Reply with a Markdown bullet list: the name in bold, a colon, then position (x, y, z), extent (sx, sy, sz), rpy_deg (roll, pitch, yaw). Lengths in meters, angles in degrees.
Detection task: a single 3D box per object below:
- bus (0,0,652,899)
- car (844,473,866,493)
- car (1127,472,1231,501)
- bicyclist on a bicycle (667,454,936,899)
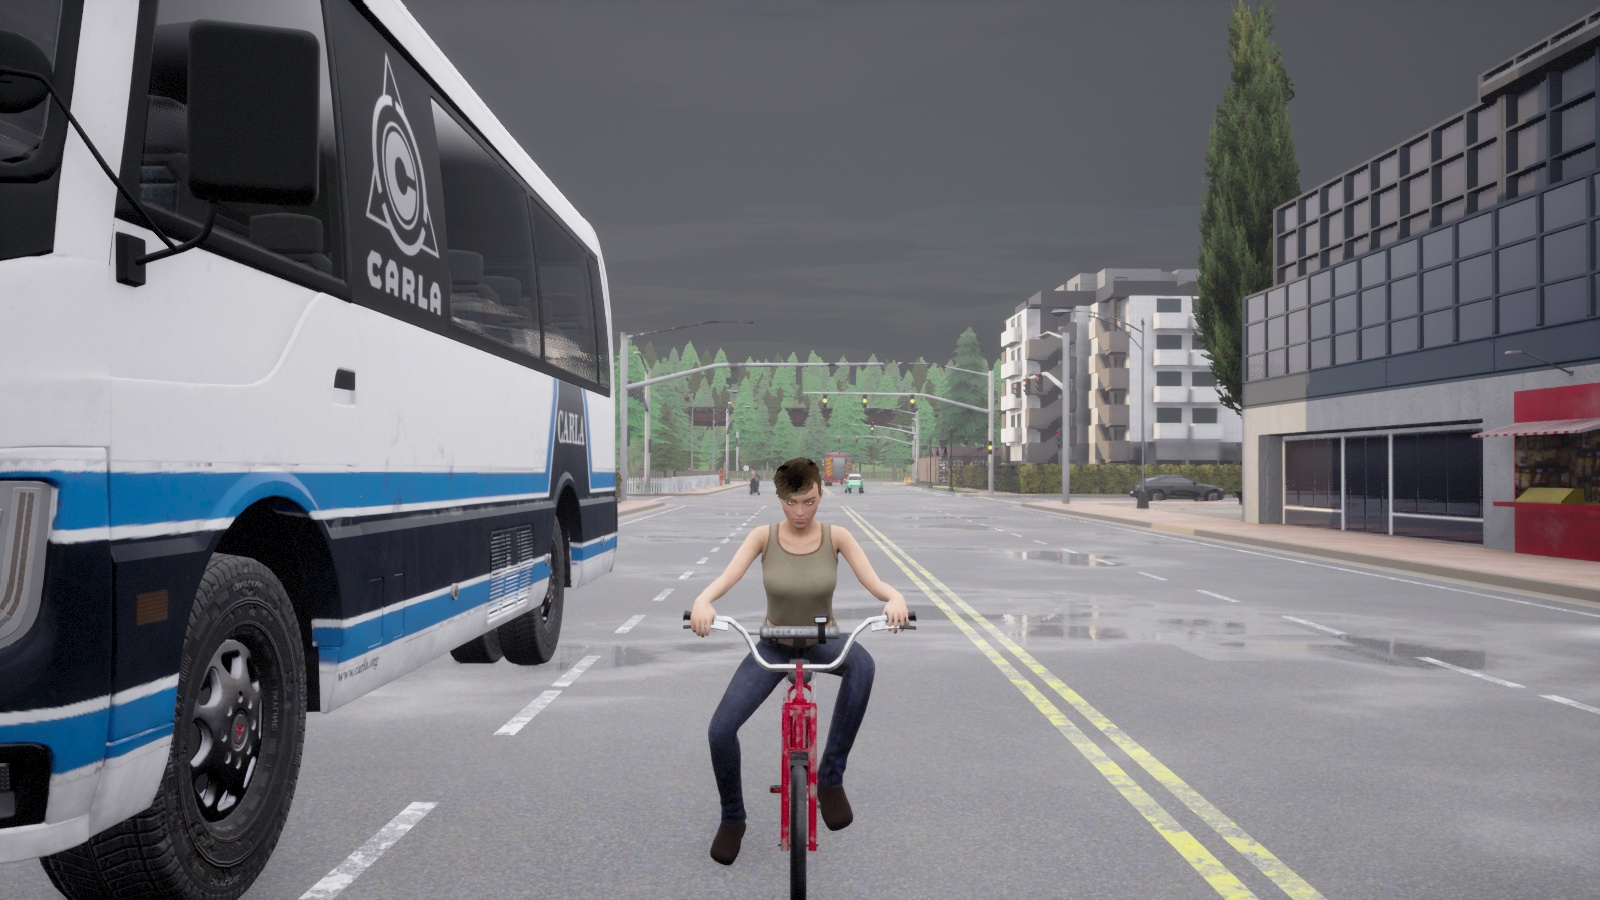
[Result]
- **bus**: position (-3.490, -0.422, 7.526), extent (3.944, 4.253, 10.273), rpy_deg (0, -1, 0)
- **car**: position (3.870, 2.344, 88.941), extent (1.481, 1.376, 2.207), rpy_deg (0, -1, 0)
- **car**: position (19.127, 1.826, 63.409), extent (4.674, 1.442, 1.812), rpy_deg (0, -1, -3)
- **bicyclist on a bicycle**: position (0.005, 0.832, 4.830), extent (0.866, 1.612, 1.509), rpy_deg (0, -1, 0)
